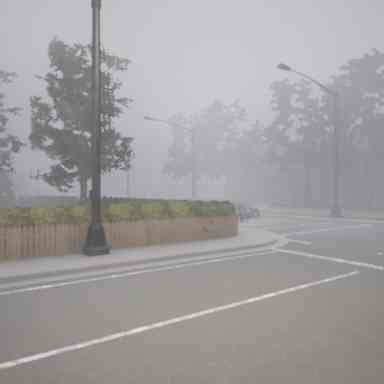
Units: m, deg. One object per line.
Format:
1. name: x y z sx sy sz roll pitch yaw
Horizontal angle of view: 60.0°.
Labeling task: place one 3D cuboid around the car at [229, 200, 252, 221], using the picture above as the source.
1. car: 1.870 1.562 26.201 2.033 1.411 5.357 0 0 -36

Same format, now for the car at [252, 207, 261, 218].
1. car: 3.884 1.523 29.382 1.837 1.490 4.892 0 0 -36
